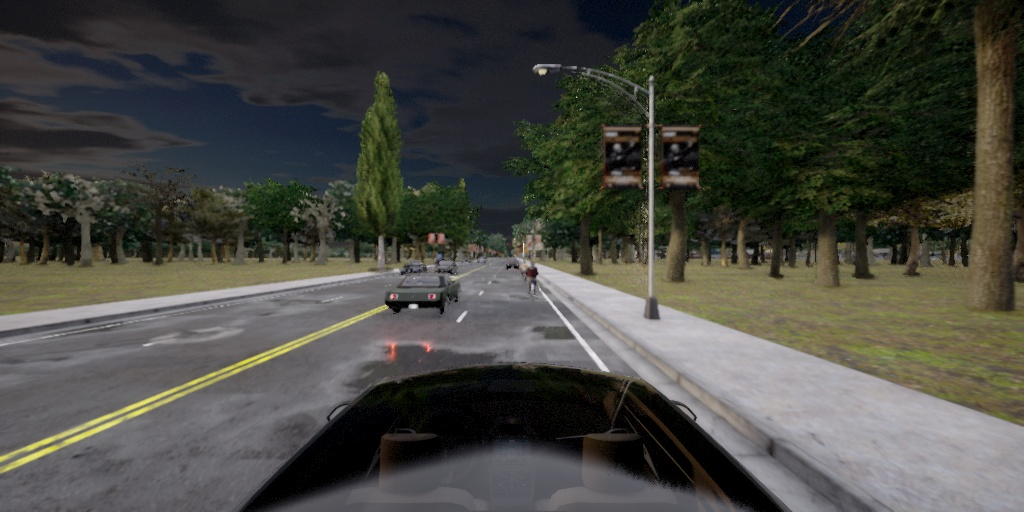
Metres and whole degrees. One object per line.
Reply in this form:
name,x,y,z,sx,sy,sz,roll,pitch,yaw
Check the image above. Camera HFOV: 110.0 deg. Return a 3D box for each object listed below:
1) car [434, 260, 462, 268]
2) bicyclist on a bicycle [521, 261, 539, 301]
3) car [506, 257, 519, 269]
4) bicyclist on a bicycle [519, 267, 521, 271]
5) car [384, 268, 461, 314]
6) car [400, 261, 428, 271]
car,-6.593,1.179,36.091,1.837,1.490,4.892,0,0,0
bicyclist on a bicycle,0.893,1.088,16.082,0.659,1.776,1.843,0,0,0
car,0.096,1.238,51.365,1.895,1.301,4.718,0,0,0
bicyclist on a bicycle,0.911,1.132,25.590,0.866,1.612,1.509,0,0,0
car,-3.150,1.324,13.692,1.895,1.301,4.718,0,0,0
car,-9.844,1.235,36.300,1.994,1.385,4.181,0,0,0
